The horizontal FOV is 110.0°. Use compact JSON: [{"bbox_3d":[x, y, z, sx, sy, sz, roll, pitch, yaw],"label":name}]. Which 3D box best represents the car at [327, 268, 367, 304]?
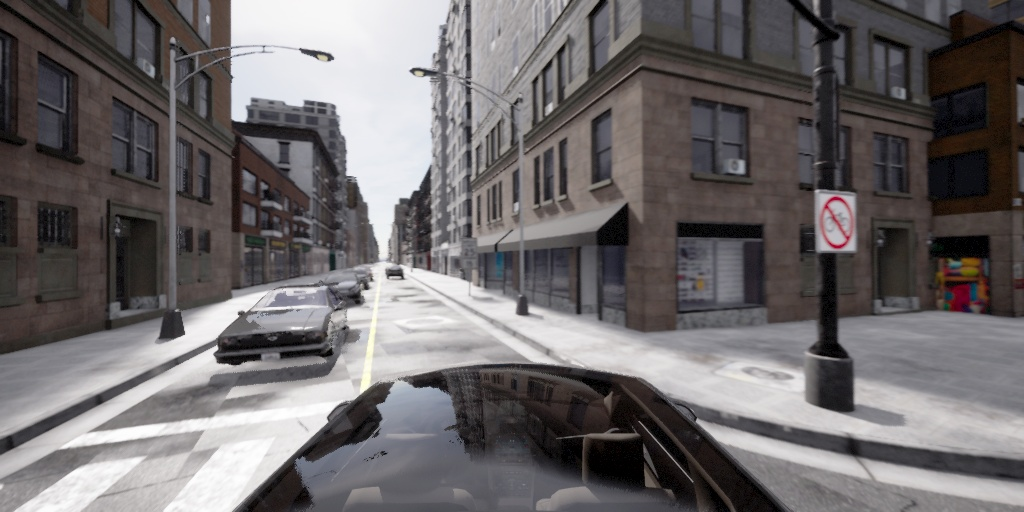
[{"bbox_3d":[-8.419,1.541,17.851,1.812,1.442,4.674,0,-1,-20],"label":"car"}]

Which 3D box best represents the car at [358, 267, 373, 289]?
[{"bbox_3d":[-11.666,1.654,26.883,1.837,1.490,4.892,0,-1,-20],"label":"car"}]

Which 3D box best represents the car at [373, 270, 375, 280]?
[{"bbox_3d":[-15.120,1.815,36.560,1.812,1.442,4.674,0,-1,-19],"label":"car"}]

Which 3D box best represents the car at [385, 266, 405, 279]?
[{"bbox_3d":[-13.248,1.827,40.671,1.837,1.490,4.892,0,-1,-20],"label":"car"}]

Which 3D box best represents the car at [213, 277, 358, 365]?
[{"bbox_3d":[-5.162,1.426,8.832,2.033,1.411,5.357,0,-1,-20],"label":"car"}]
